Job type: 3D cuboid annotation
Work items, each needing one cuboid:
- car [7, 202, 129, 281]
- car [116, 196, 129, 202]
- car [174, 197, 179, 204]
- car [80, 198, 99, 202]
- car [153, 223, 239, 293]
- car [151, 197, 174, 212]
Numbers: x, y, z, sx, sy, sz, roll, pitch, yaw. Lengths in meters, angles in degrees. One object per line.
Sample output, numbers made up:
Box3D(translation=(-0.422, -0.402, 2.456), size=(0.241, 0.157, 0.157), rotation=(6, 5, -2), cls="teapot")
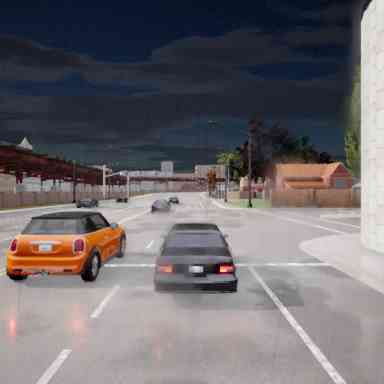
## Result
Box3D(translation=(-3.426, 1.352, 10.028), size=(2.097, 1.767, 4.553), rotation=(0, 0, 2), cls="car")
Box3D(translation=(-14.138, 1.565, 67.643), size=(1.994, 1.385, 4.181), rotation=(0, 0, 0), cls="car")
Box3D(translation=(-3.526, 1.564, 63.930), size=(1.994, 1.385, 4.181), rotation=(0, 0, 0), cls="car")
Box3D(translation=(-14.190, 1.548, 45.557), size=(2.033, 1.411, 5.357), rotation=(0, 0, 0), cls="car")
Box3D(translation=(0.074, 1.547, 8.962), size=(2.033, 1.411, 5.357), rotation=(0, 0, 0), cls="car")
Box3D(translation=(-3.474, 1.564, 37.978), size=(1.994, 1.385, 4.181), rotation=(0, 0, 0), cls="car")
